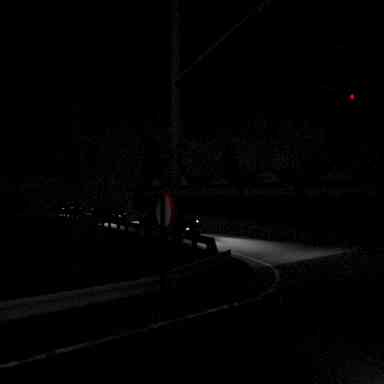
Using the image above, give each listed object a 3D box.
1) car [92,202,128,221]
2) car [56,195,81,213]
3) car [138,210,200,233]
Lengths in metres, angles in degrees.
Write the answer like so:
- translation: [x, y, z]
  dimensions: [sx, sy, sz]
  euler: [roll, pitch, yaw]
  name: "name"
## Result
- translation: [-7.239, 1.696, 28.931]
  dimensions: [1.837, 1.490, 4.892]
  euler: [0, 0, -35]
  name: "car"
- translation: [-14.858, 1.406, 39.887]
  dimensions: [2.150, 2.045, 5.566]
  euler: [0, 0, -30]
  name: "car"
- translation: [-1.511, 1.792, 20.772]
  dimensions: [1.895, 1.301, 4.718]
  euler: [0, 0, -35]
  name: "car"
